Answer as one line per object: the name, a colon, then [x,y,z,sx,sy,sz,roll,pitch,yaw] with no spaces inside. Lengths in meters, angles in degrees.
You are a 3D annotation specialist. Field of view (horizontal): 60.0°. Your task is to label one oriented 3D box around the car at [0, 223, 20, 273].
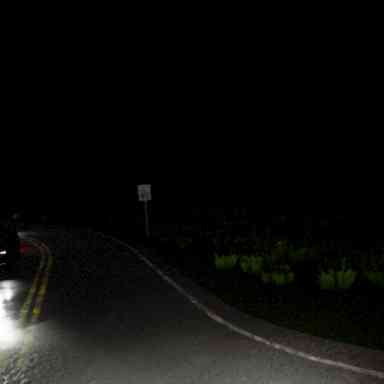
car: [-7.308,1.934,11.879,2.128,1.511,4.902,-5,2,-24]
